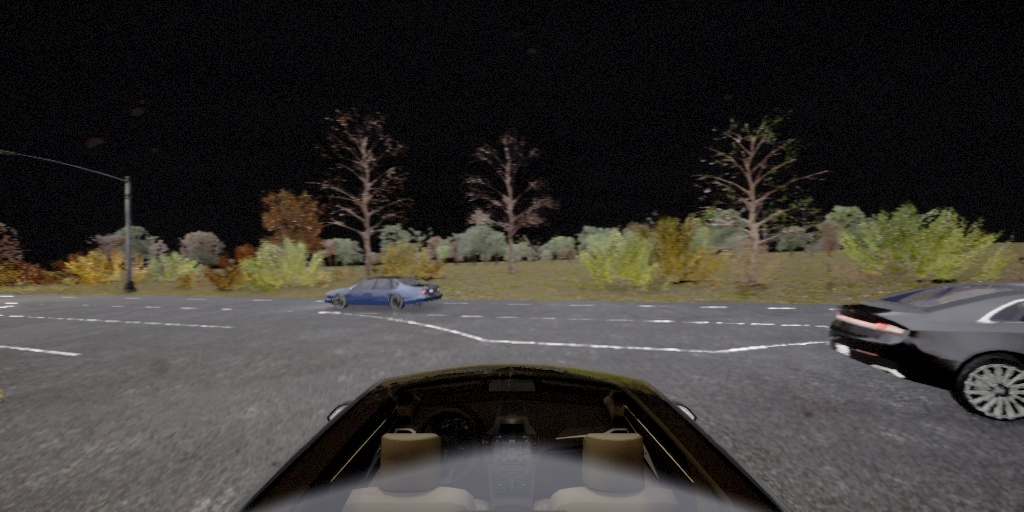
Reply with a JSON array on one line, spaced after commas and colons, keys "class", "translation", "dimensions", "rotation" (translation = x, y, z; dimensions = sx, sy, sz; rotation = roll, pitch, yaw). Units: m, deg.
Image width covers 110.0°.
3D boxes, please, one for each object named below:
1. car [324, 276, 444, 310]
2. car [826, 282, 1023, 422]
[{"class": "car", "translation": [-5.828, 1.627, 16.304], "dimensions": [5.357, 1.411, 2.033], "rotation": [-2, -1, 19]}, {"class": "car", "translation": [7.058, 1.072, 4.391], "dimensions": [4.902, 1.511, 2.128], "rotation": [-2, -1, 19]}]
